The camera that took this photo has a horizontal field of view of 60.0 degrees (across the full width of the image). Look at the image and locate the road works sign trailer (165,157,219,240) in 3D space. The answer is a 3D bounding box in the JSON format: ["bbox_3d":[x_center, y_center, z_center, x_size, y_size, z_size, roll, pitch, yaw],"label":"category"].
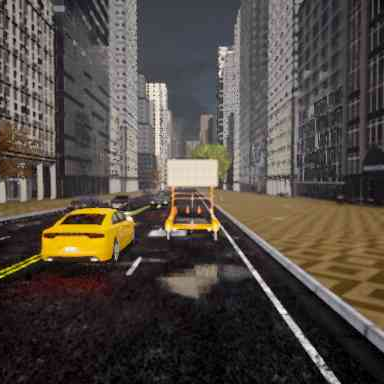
[{"bbox_3d":[0.022,0.200,15.339,2.380,3.560,2.880,0,1,1],"label":"road works sign trailer"}]

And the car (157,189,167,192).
[{"bbox_3d":[-6.478,0.201,72.851,2.128,1.511,4.902,0,1,0],"label":"car"}]

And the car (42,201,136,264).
[{"bbox_3d":[-3.147,1.286,11.078,1.882,1.535,5.008,0,1,0],"label":"car"}]

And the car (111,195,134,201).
[{"bbox_3d":[-6.572,0.989,31.404,1.812,1.442,4.674,0,1,0],"label":"car"}]

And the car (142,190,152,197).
[{"bbox_3d":[-9.728,0.273,72.438,1.994,1.385,4.181,0,1,0],"label":"car"}]

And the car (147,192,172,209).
[{"bbox_3d":[-3.140,1.015,34.225,1.895,1.301,4.718,0,1,0],"label":"car"}]

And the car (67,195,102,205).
[{"bbox_3d":[-9.826,1.019,30.936,2.033,1.411,5.357,0,1,0],"label":"car"}]
